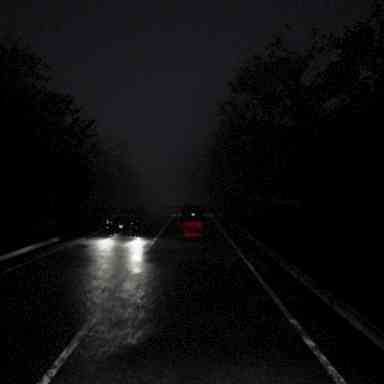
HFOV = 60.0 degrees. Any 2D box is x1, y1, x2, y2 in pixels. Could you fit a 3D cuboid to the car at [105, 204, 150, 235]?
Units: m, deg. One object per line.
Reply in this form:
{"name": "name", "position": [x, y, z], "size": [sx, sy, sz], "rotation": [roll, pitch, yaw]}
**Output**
{"name": "car", "position": [-3.517, 1.492, 18.949], "size": [1.837, 1.490, 4.892], "rotation": [0, 0, 1]}

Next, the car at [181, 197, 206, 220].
{"name": "car", "position": [0.100, 1.486, 28.250], "size": [1.837, 1.490, 4.892], "rotation": [0, 0, 0]}

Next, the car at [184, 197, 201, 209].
{"name": "car", "position": [0.117, 1.449, 44.712], "size": [2.128, 1.511, 4.902], "rotation": [0, 0, 0]}
